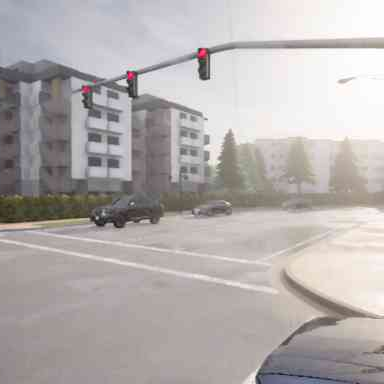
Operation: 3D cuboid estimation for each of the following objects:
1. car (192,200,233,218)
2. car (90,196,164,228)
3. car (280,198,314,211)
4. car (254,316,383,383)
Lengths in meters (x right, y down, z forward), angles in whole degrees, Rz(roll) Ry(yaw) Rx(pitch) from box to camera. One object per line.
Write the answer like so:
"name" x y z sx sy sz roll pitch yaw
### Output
"car" 1.965 1.535 31.182 2.128 1.511 4.902 0 0 40
"car" -4.297 1.277 22.984 2.150 2.045 5.566 0 0 36
"car" 13.088 1.504 41.340 4.902 1.511 2.128 0 0 -33
"car" 3.018 1.537 1.869 5.357 1.411 2.033 0 0 38
